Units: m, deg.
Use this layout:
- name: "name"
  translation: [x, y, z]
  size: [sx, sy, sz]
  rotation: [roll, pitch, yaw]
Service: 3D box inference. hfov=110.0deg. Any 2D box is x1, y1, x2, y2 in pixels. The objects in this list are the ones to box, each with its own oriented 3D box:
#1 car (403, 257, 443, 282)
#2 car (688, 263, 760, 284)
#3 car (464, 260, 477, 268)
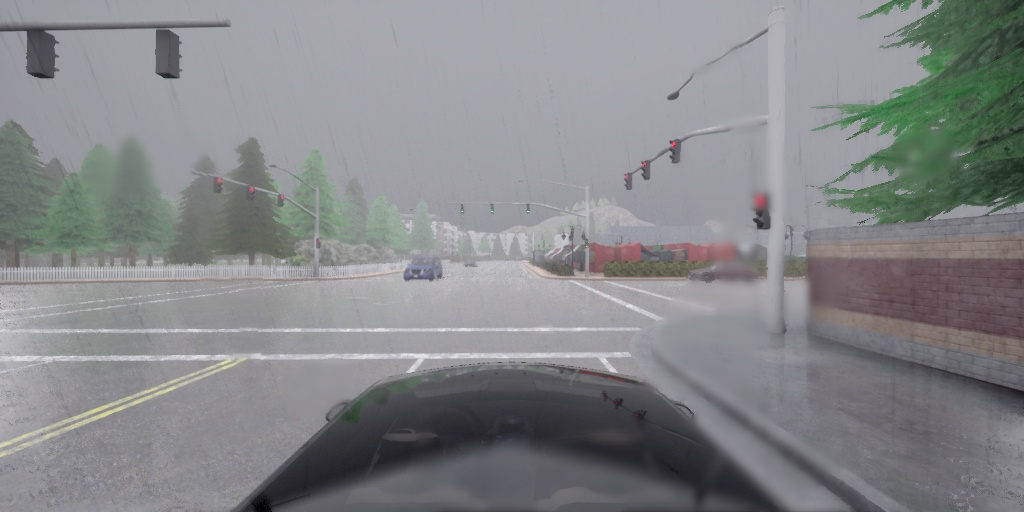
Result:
- name: "car"
  translation: [-7.002, 1.086, 28.885]
  size: [2.150, 2.045, 5.566]
  rotation: [0, 1, 0]
- name: "car"
  translation: [15.063, 1.220, 25.549]
  size: [4.674, 1.442, 1.812]
  rotation: [0, 0, 0]
- name: "car"
  translation: [-7.008, 1.305, 60.600]
  size: [2.033, 1.411, 5.357]
  rotation: [0, 0, 0]
